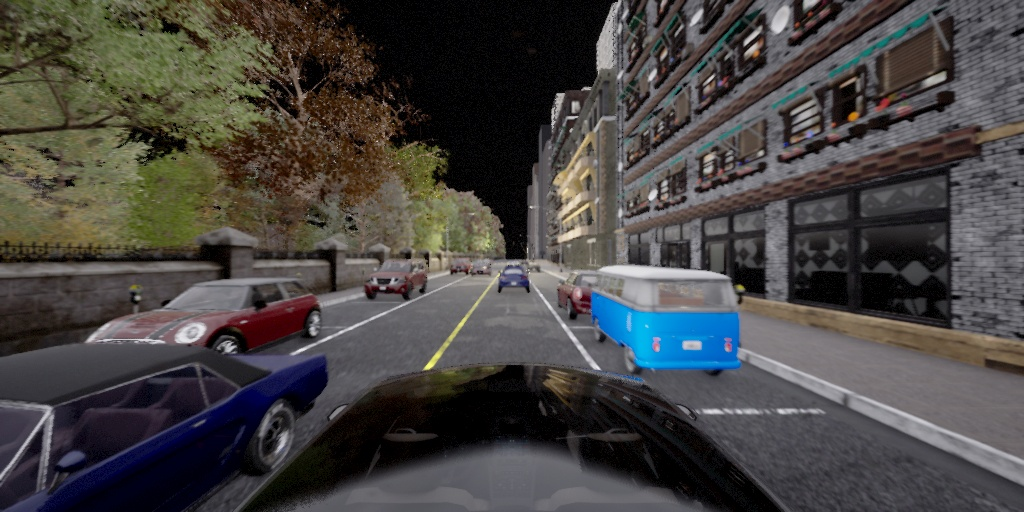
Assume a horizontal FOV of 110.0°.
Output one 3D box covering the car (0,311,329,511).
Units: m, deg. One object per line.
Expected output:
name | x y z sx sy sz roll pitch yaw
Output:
car | -3.094 1.351 2.004 1.895 1.301 4.718 0 0 0

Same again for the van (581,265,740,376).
van | 2.691 1.103 7.213 1.690 1.789 3.998 0 0 0

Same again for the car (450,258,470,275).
car | -5.681 1.155 40.444 2.192 1.841 5.009 0 0 0

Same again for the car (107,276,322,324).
car | -5.689 1.201 7.212 1.967 1.591 4.097 0 0 0

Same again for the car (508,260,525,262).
car | 0.112 1.336 41.579 2.128 1.511 4.902 0 0 0

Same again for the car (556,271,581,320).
car | 2.693 1.214 12.751 1.967 1.591 4.097 0 0 0

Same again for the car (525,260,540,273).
car | 2.701 1.405 45.983 2.007 1.370 4.403 0 0 0

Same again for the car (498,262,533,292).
car | 0.104 1.321 21.783 1.812 1.442 4.674 0 0 0

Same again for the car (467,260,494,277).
car | -3.080 1.395 36.832 1.994 1.385 4.181 0 0 0

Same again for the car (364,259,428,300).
car | -5.687 1.101 18.289 2.192 1.841 5.009 0 0 0
